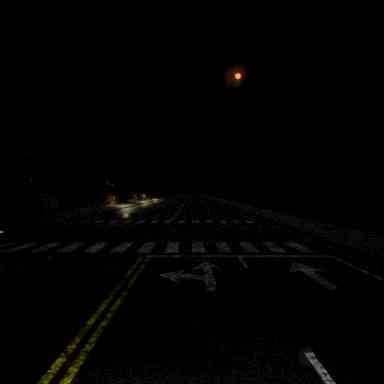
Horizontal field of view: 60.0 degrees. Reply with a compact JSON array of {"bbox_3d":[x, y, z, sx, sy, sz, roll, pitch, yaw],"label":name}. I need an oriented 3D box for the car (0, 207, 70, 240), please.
[{"bbox_3d":[-8.582,1.552,15.515,5.357,1.411,2.033,0,0,-33],"label":"car"}]

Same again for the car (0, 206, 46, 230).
[{"bbox_3d":[-11.791,1.614,20.954,4.718,1.301,1.895,0,0,-23],"label":"car"}]
